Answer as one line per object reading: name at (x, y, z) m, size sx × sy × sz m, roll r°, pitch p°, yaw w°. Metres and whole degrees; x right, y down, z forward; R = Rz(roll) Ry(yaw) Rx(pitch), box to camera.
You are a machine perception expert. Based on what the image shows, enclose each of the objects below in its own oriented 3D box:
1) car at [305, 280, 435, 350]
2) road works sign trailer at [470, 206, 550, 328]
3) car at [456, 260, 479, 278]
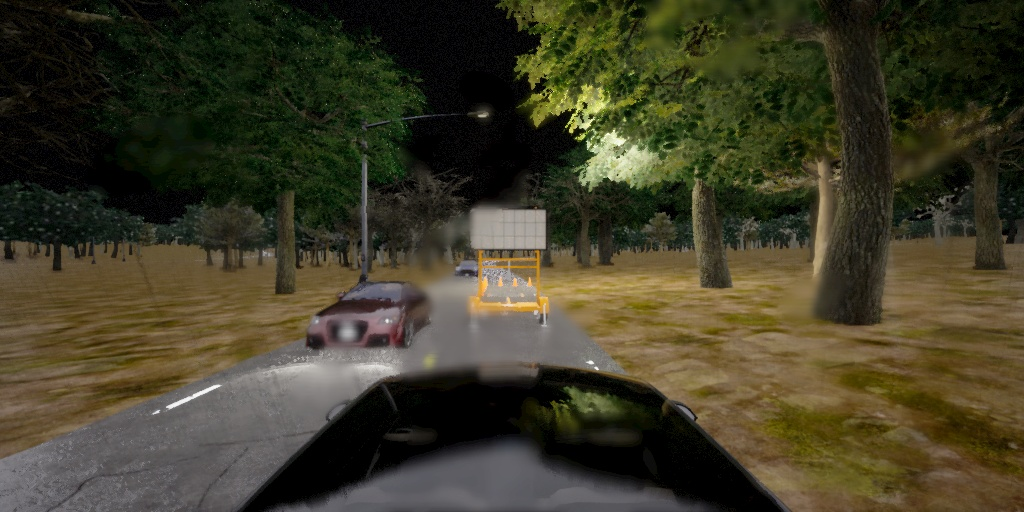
car at (-3.208, 1.320, 8.940) m, size 1.994 × 1.385 × 4.181 m, roll 0°, pitch 0°, yaw -1°
road works sign trailer at (-0.093, 0.225, 11.424) m, size 2.380 × 3.560 × 2.880 m, roll 0°, pitch 0°, yaw -2°
car at (-4.222, 1.165, 34.608) m, size 2.097 × 1.767 × 4.553 m, roll 0°, pitch 0°, yaw -4°
